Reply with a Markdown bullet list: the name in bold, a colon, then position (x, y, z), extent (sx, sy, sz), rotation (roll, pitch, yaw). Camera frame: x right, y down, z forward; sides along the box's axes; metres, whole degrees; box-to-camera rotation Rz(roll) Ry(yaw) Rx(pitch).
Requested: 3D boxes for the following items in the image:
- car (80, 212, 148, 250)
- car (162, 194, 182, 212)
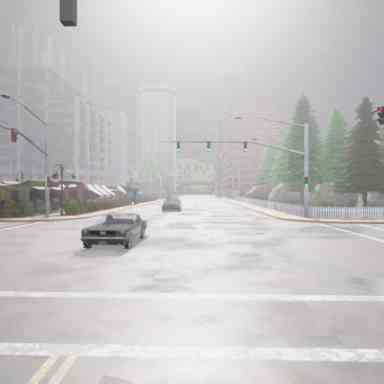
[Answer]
- **car**: position (-3.243, 1.606, 14.652), extent (1.895, 1.301, 4.718), rotation (0, 0, 2)
- **car**: position (-2.334, 1.362, 39.153), extent (2.097, 1.767, 4.553), rotation (0, 0, 2)
